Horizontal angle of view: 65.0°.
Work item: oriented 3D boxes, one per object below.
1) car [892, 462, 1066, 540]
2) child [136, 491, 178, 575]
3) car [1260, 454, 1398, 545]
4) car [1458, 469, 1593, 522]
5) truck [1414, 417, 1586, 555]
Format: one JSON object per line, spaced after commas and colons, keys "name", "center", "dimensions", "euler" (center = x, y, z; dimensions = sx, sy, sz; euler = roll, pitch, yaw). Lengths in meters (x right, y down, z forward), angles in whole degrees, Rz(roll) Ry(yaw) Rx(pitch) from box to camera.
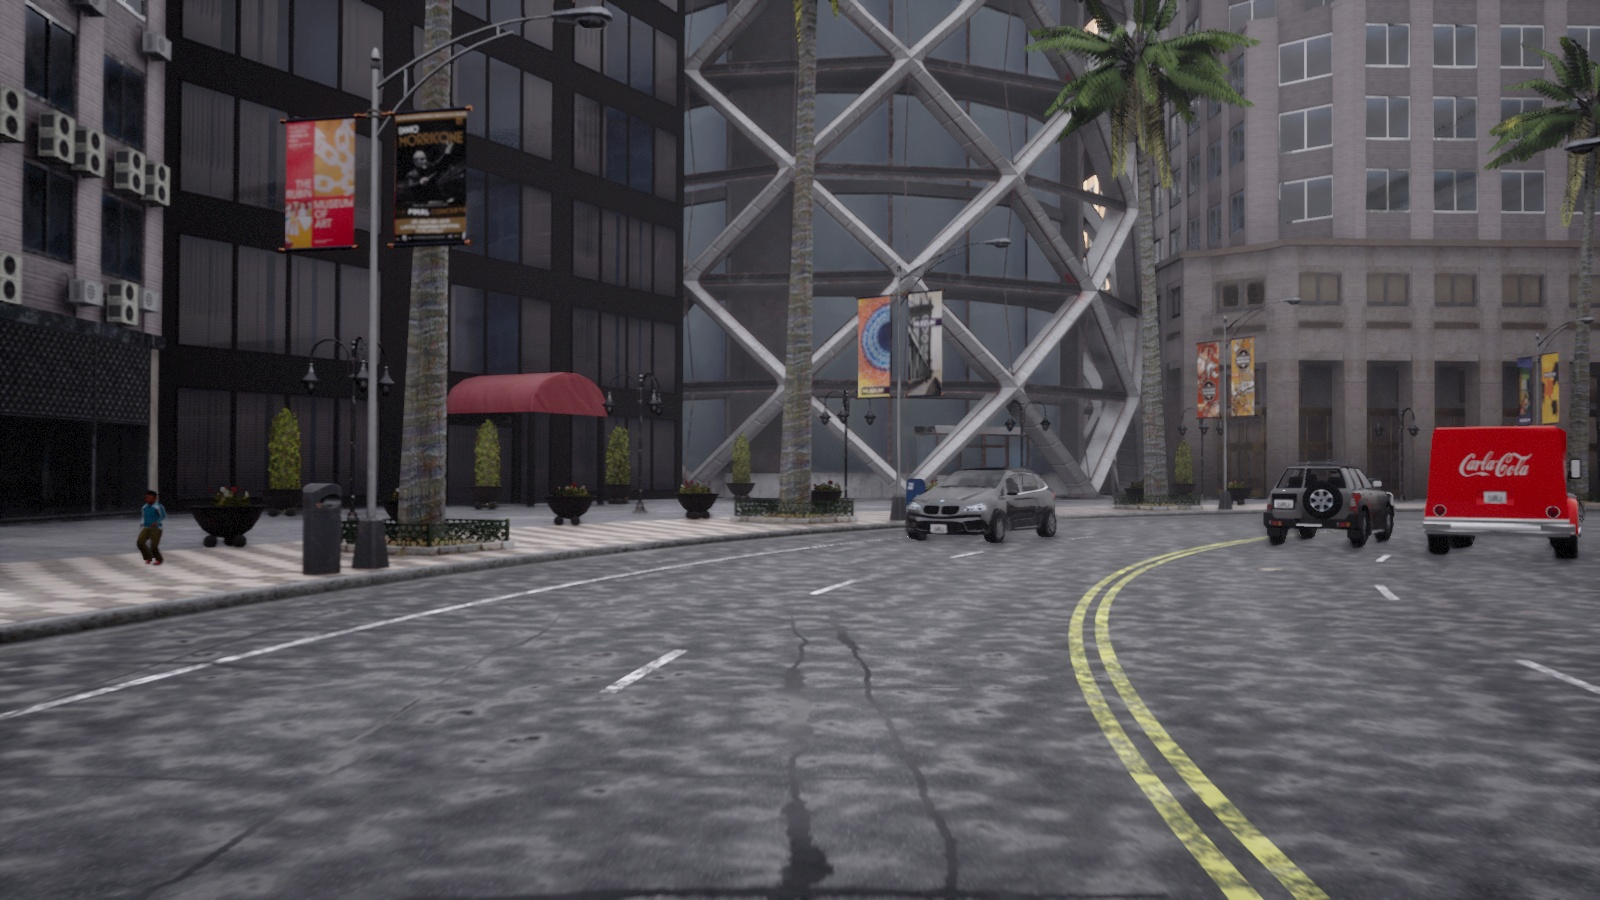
{"name": "car", "center": [4.263, 1.133, 29.308], "dimensions": [2.242, 1.667, 4.611], "euler": [-1, -1, 33]}
{"name": "child", "center": [-9.342, 1.194, 18.256], "dimensions": [0.343, 1.192, 0.448], "euler": [0, -1, 10]}
{"name": "car", "center": [11.919, 1.056, 28.137], "dimensions": [1.932, 1.855, 4.605], "euler": [-1, -1, 35]}
{"name": "car", "center": [21.435, 1.317, 37.086], "dimensions": [3.806, 1.475, 1.970], "euler": [0, -1, -34]}
{"name": "truck", "center": [14.254, 0.697, 25.386], "dimensions": [2.627, 2.467, 5.204], "euler": [-1, -1, 33]}
